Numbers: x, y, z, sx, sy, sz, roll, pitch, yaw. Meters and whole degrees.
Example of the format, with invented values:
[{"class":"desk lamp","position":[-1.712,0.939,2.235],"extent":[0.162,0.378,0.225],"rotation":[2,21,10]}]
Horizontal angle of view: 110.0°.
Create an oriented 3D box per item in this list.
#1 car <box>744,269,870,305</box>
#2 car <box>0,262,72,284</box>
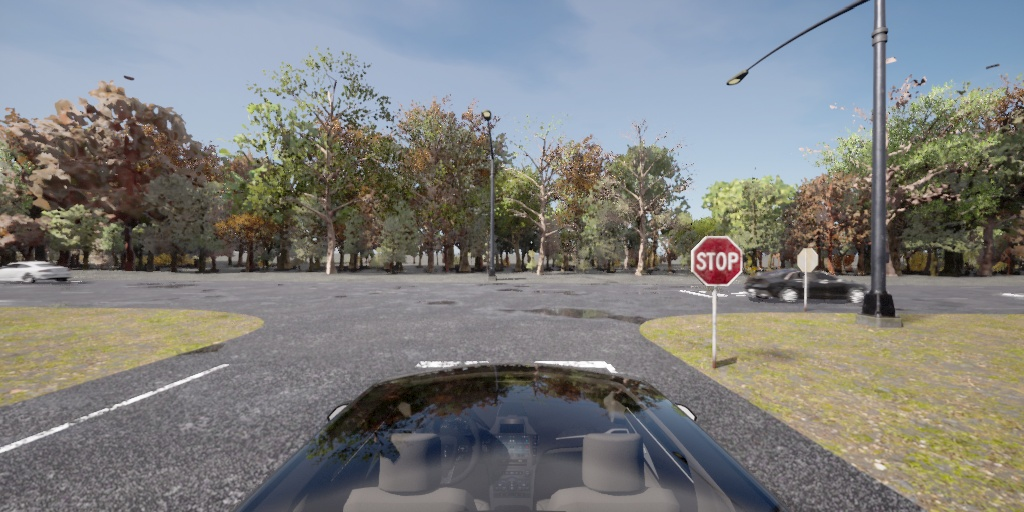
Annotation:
[{"class":"car","position":[13.279,1.341,16.226],"extent":[4.892,1.490,1.837],"rotation":[0,0,0]},{"class":"car","position":[-32.192,1.094,23.837],"extent":[4.674,1.442,1.812],"rotation":[0,0,1]}]
